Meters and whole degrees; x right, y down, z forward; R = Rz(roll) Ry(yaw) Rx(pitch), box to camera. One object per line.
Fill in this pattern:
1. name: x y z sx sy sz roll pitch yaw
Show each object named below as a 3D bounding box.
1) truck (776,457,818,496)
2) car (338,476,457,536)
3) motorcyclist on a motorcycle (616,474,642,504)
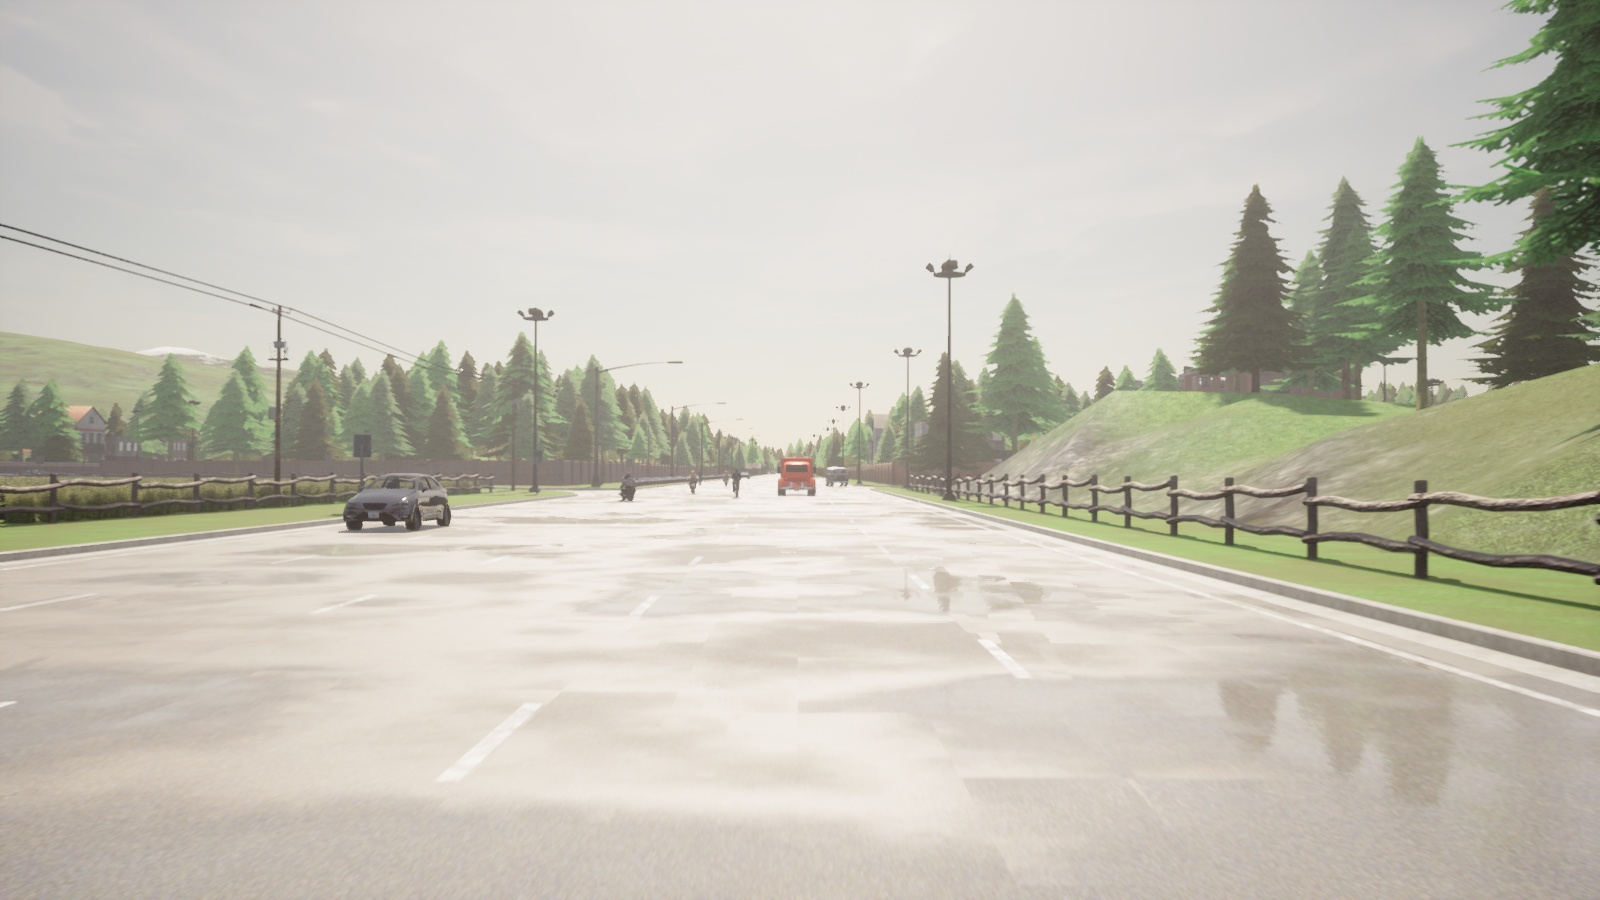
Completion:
1. truck: -0.201 1.741 82.136 2.627 2.467 5.204 0 -1 0
2. car: -10.581 1.442 33.287 1.816 1.474 4.193 0 -1 0
3. motorcyclist on a motorcycle: -8.742 1.985 64.088 0.866 1.530 2.191 1 -1 -21
